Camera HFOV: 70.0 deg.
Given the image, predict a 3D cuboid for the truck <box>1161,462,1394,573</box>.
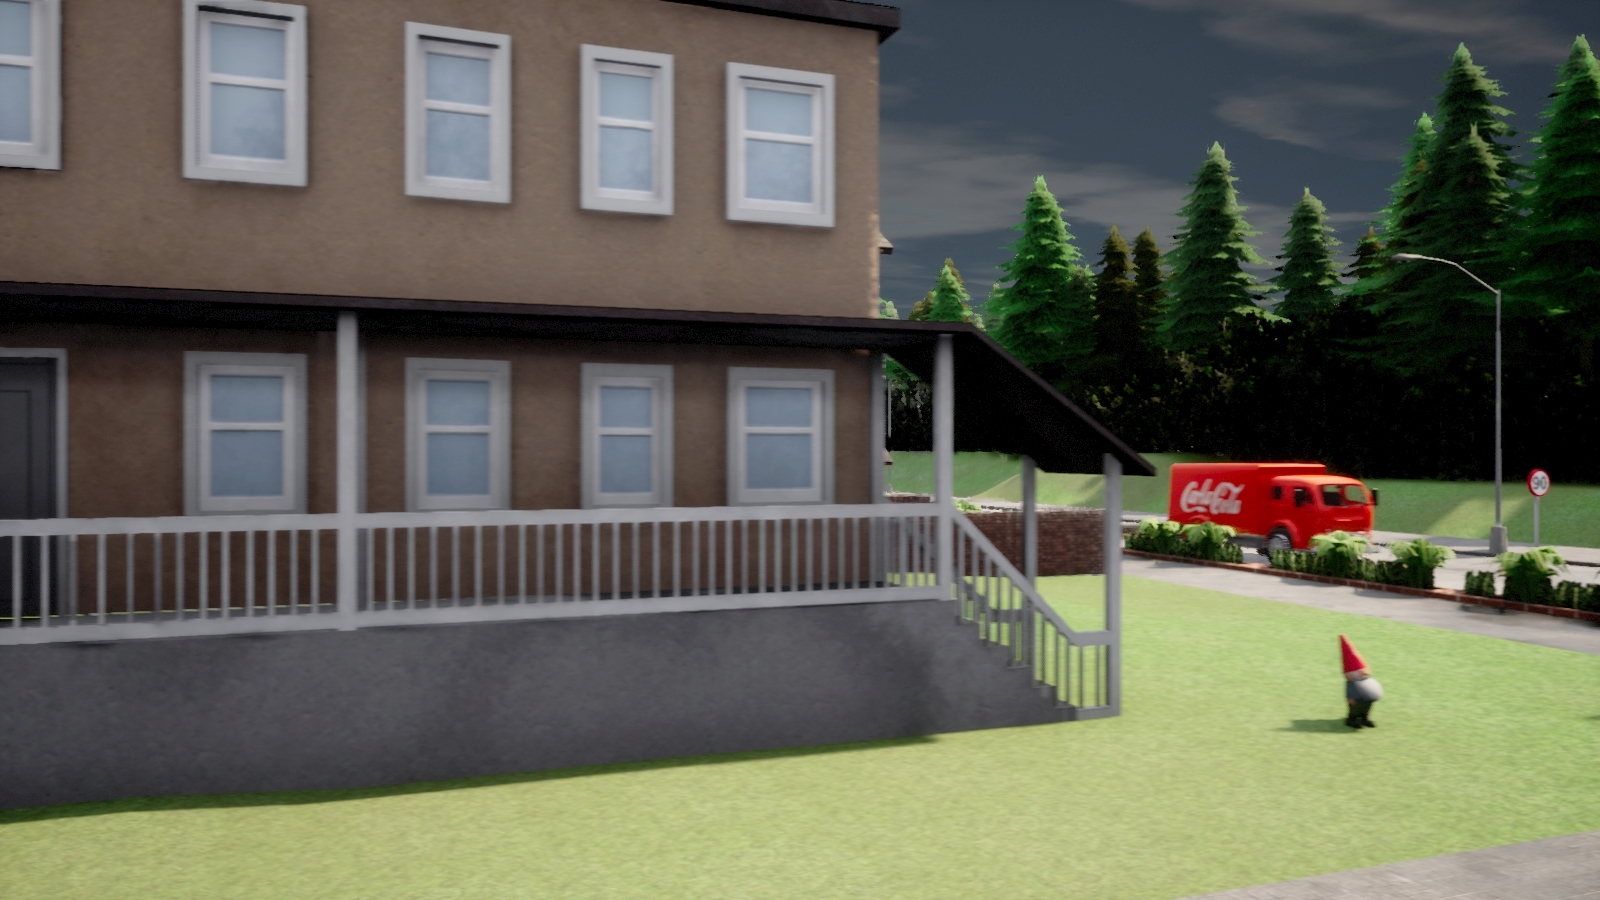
[{"bbox_3d":[11.895,1.568,28.957,2.627,2.467,5.204,0,0,-20],"label":"truck"}]
